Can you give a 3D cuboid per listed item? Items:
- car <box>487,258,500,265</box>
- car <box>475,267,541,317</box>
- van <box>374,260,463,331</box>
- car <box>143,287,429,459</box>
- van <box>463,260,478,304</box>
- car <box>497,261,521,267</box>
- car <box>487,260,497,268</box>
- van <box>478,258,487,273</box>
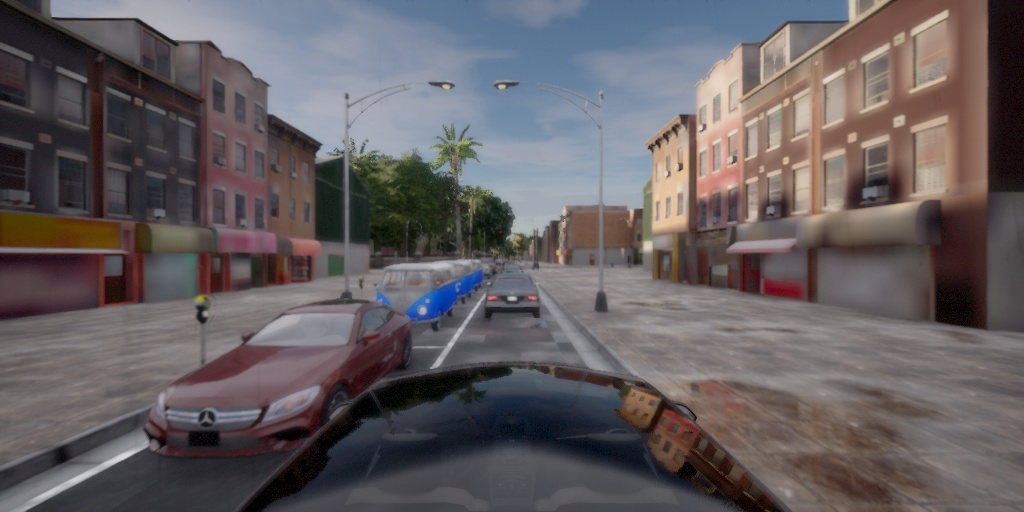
[{"bbox_3d":[-2.698,1.094,37.953,2.192,1.841,5.009,0,0,0],"label":"car"},{"bbox_3d":[0.027,1.305,13.085,2.033,1.411,5.357,0,0,0],"label":"car"},{"bbox_3d":[-2.651,1.097,10.633,1.690,1.789,3.998,0,0,0],"label":"van"},{"bbox_3d":[-2.642,1.334,5.169,1.802,1.307,4.207,0,0,0],"label":"car"},{"bbox_3d":[-2.660,1.101,16.097,1.690,1.789,3.998,0,0,0],"label":"van"},{"bbox_3d":[0.016,1.371,30.363,1.895,1.301,4.718,0,0,0],"label":"car"},{"bbox_3d":[-2.688,1.323,32.490,2.007,1.370,4.403,0,0,0],"label":"car"},{"bbox_3d":[-2.670,1.104,21.562,1.690,1.789,3.998,0,0,0],"label":"van"}]
